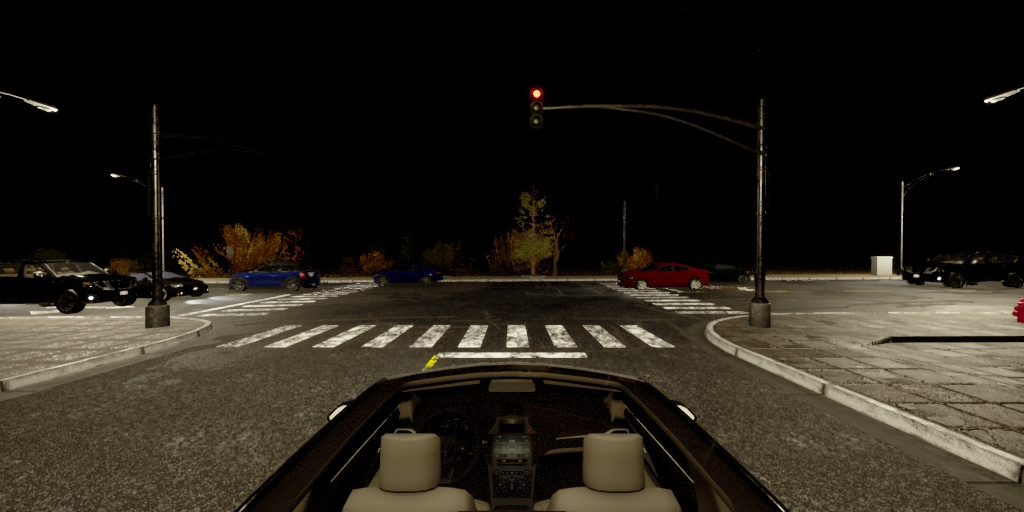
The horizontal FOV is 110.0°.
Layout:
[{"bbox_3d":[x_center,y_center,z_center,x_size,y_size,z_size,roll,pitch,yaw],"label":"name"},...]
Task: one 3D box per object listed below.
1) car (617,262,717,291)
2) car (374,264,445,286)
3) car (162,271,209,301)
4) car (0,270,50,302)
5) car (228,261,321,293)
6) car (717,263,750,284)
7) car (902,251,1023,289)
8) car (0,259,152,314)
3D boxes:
[{"bbox_3d":[8.592,1.141,20.550,5.008,1.535,1.882,0,0,-4],"label":"car"},{"bbox_3d":[-6.877,1.244,24.220,4.674,1.442,1.812,0,1,0],"label":"car"},{"bbox_3d":[-17.522,1.437,17.602,4.181,1.385,1.994,0,1,0],"label":"car"},{"bbox_3d":[-26.762,1.482,17.672,5.357,1.411,2.033,0,1,0],"label":"car"},{"bbox_3d":[-13.858,1.157,21.024,4.553,1.767,2.097,0,1,0],"label":"car"},{"bbox_3d":[13.504,1.152,24.062,4.181,1.385,1.994,0,1,1],"label":"car"},{"bbox_3d":[26.135,0.772,20.714,5.566,2.045,2.150,-1,1,0],"label":"car"},{"bbox_3d":[-18.277,1.140,14.352,5.566,2.045,2.150,0,1,0],"label":"car"}]
